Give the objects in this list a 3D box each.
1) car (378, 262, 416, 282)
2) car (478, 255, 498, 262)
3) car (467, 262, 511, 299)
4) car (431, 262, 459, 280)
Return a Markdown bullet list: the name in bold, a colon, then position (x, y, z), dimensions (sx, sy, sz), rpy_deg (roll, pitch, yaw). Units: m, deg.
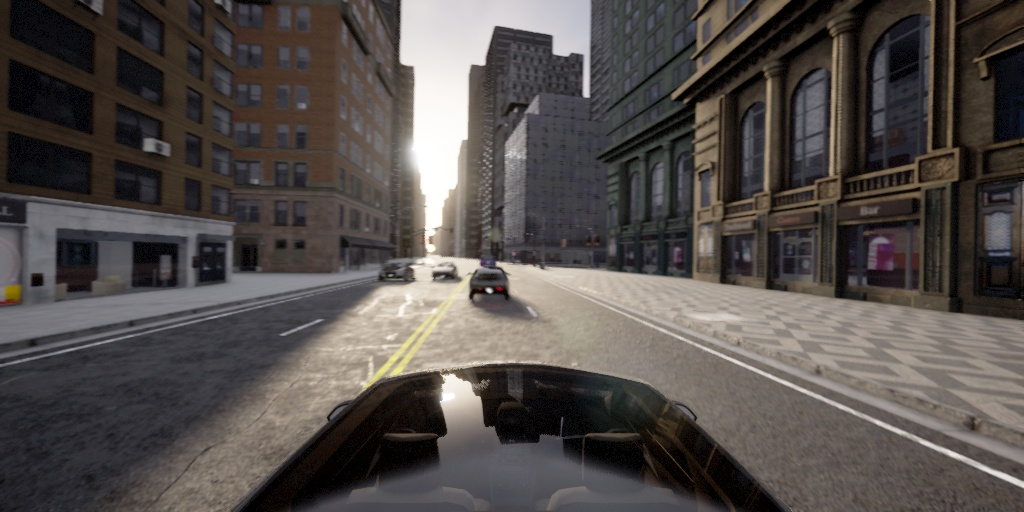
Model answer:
- **car**: position (-8.459, 1.140, 26.619), dimensions (1.994, 1.385, 4.181), rpy_deg (1, 0, -4)
- **car**: position (-3.008, 0.878, 44.854), dimensions (2.150, 2.045, 5.566), rpy_deg (1, 0, -4)
- **car**: position (-1.133, 1.218, 17.723), dimensions (1.837, 1.490, 4.892), rpy_deg (1, 0, -4)
- **car**: position (-5.413, 1.175, 29.613), dimensions (2.033, 1.411, 5.357), rpy_deg (1, 0, -4)
